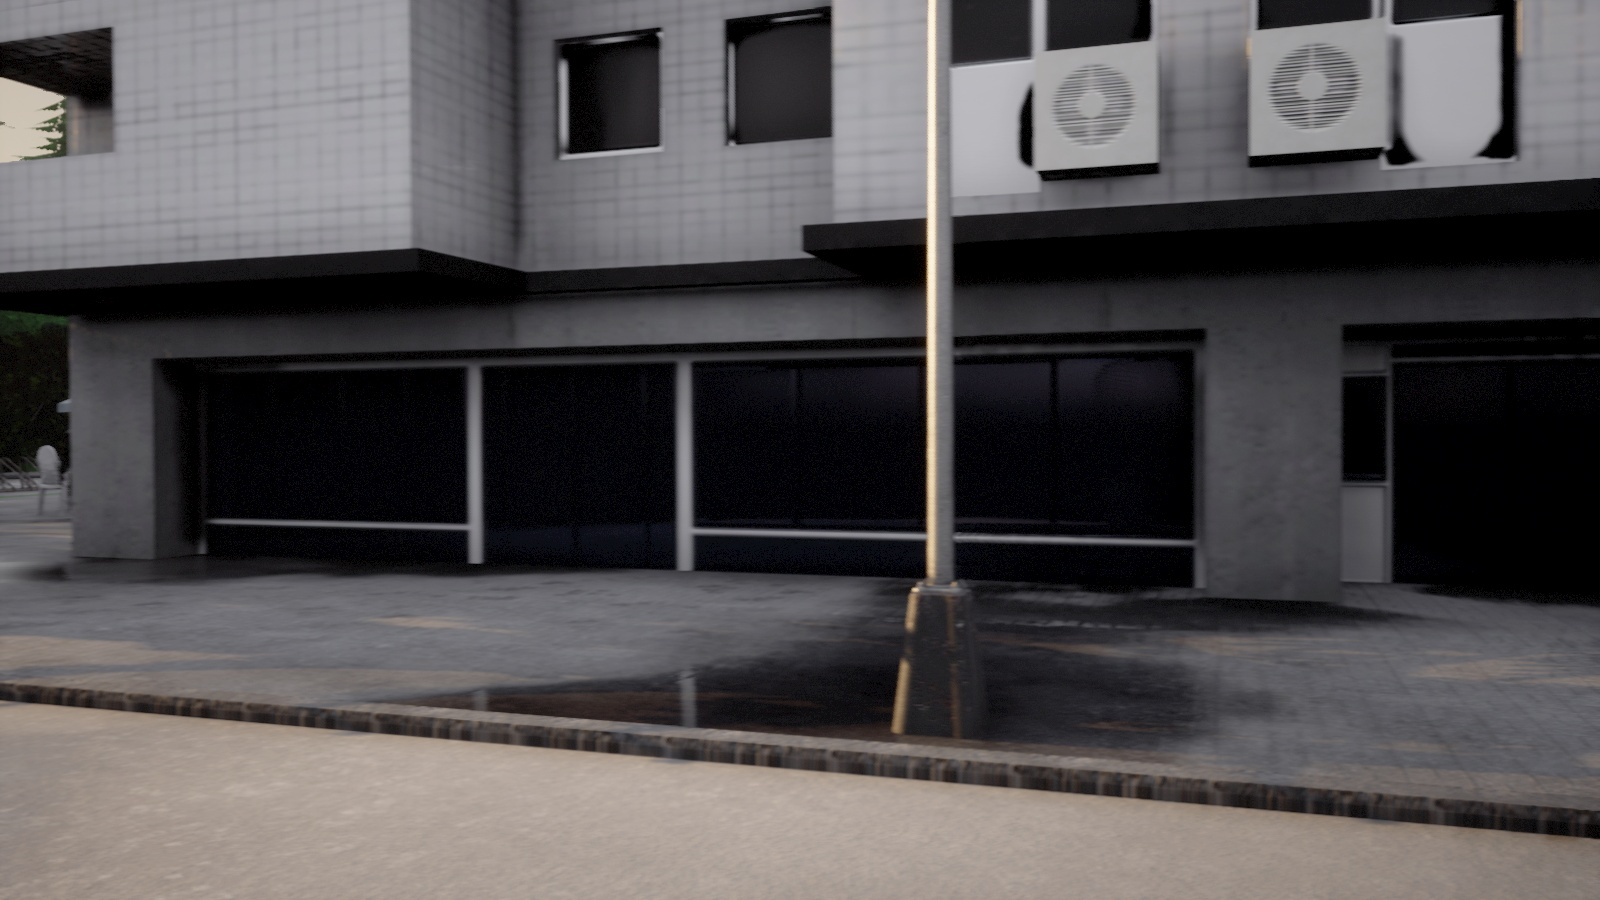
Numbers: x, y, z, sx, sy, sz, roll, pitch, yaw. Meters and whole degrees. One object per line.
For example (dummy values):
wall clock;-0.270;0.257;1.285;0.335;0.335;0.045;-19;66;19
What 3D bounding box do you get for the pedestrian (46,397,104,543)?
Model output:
pedestrian;-9.749;0.263;16.902;0.395;1.930;0.692;0;1;-3
